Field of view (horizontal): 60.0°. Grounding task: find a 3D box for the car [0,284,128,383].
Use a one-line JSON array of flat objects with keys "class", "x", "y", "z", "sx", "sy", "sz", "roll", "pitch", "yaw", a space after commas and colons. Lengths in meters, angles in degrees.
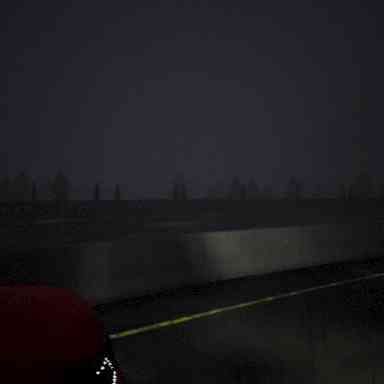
[{"class": "car", "x": -3.043, "y": 1.212, "z": 1.477, "sx": 5.566, "sy": 2.045, "sz": 2.150, "roll": 0, "pitch": 0, "yaw": -36}]
